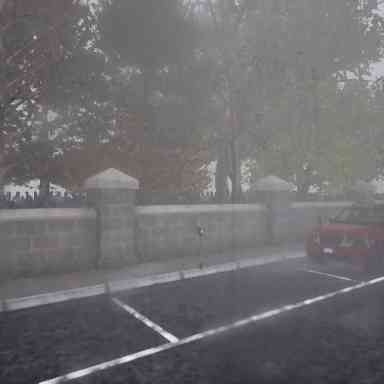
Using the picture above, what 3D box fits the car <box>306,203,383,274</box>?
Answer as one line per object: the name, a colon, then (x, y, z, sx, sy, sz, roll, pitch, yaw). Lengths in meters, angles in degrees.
car: (5.848, 1.313, 10.727, 5.009, 1.841, 2.192, 0, 0, -35)
